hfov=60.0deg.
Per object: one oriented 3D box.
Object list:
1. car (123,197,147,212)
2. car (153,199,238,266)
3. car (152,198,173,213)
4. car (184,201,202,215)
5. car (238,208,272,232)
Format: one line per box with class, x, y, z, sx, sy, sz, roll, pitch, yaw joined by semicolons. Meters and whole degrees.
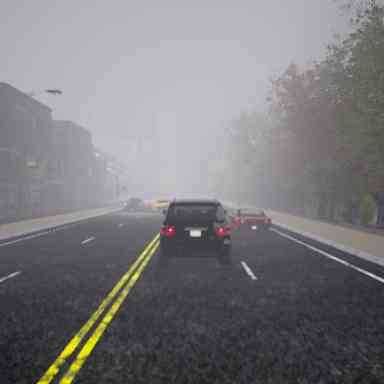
car;-6.598;1.395;38.885;2.097;1.767;4.553;0;0;0
car;0.098;1.235;11.791;2.150;2.045;5.566;0;0;0
car;-3.350;1.521;38.602;1.882;1.535;5.008;0;0;0
car;0.093;1.641;35.956;1.895;1.301;4.718;0;0;0
car;3.345;1.624;20.049;1.895;1.301;4.718;0;0;0
